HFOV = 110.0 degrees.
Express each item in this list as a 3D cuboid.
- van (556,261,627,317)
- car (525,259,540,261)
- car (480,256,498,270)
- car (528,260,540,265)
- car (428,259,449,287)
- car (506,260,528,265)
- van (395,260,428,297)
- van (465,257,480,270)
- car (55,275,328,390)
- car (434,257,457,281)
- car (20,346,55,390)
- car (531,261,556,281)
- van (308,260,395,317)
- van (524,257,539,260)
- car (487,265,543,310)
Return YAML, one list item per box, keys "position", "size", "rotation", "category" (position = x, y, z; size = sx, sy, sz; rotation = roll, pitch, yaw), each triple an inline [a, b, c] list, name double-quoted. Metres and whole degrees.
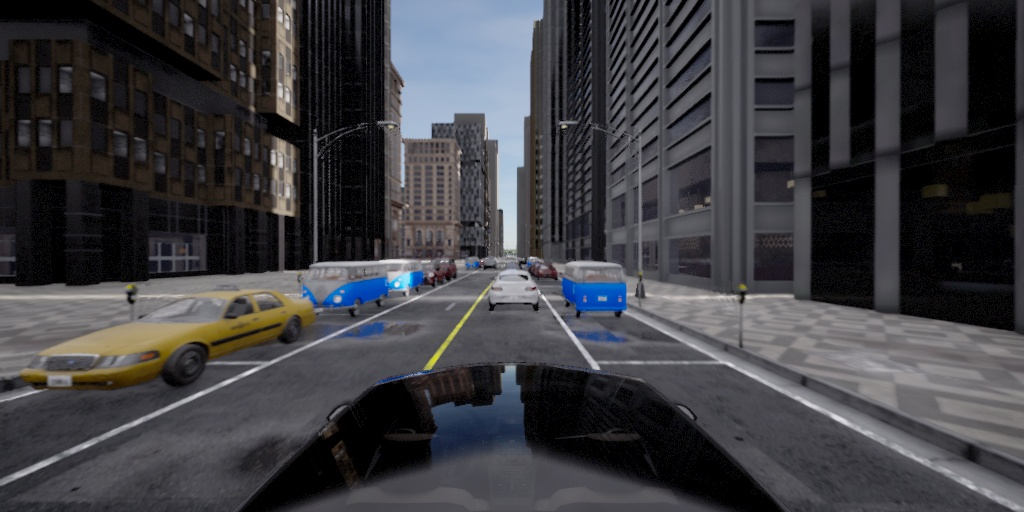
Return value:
- position: [2.765, 1.081, 12.793]
  size: [1.690, 1.789, 3.998]
  rotation: [0, 0, 0]
  category: "van"
- position: [2.768, 1.280, 40.997]
  size: [1.948, 1.339, 4.313]
  rotation: [0, 0, 0]
  category: "car"
- position: [-3.074, 1.208, 50.762]
  size: [1.837, 1.490, 4.892]
  rotation: [0, 1, 0]
  category: "car"
- position: [2.768, 1.302, 35.356]
  size: [1.802, 1.307, 4.207]
  rotation: [0, 0, 0]
  category: "car"
- position: [-5.759, 1.170, 24.071]
  size: [1.967, 1.591, 4.097]
  rotation: [0, 0, 0]
  category: "car"
- position: [0.078, 1.289, 29.432]
  size: [1.994, 1.385, 4.181]
  rotation: [0, 0, 0]
  category: "car"
- position: [-5.760, 1.076, 18.430]
  size: [1.690, 1.789, 3.998]
  rotation: [0, 0, 0]
  category: "van"
- position: [-5.756, 1.044, 52.276]
  size: [1.690, 1.789, 3.998]
  rotation: [0, 0, 0]
  category: "van"
- position: [-5.761, 1.271, 6.979]
  size: [1.751, 1.417, 4.829]
  rotation: [0, 0, 0]
  category: "car"
- position: [-5.759, 1.040, 29.713]
  size: [2.192, 1.841, 5.009]
  rotation: [0, 0, 0]
  category: "car"
- position: [-5.762, 1.301, 1.508]
  size: [2.007, 1.370, 4.403]
  rotation: [0, 0, 0]
  category: "car"
- position: [2.767, 1.307, 29.715]
  size: [1.802, 1.307, 4.207]
  rotation: [0, 0, 0]
  category: "car"
- position: [-5.761, 1.081, 12.790]
  size: [1.690, 1.789, 3.998]
  rotation: [0, 0, 0]
  category: "van"
- position: [2.769, 1.050, 46.637]
  size: [1.690, 1.789, 3.998]
  rotation: [0, 0, 0]
  category: "van"
- position: [0.078, 1.264, 14.493]
  size: [1.812, 1.442, 4.674]
  rotation: [0, 0, 0]
  category: "car"
